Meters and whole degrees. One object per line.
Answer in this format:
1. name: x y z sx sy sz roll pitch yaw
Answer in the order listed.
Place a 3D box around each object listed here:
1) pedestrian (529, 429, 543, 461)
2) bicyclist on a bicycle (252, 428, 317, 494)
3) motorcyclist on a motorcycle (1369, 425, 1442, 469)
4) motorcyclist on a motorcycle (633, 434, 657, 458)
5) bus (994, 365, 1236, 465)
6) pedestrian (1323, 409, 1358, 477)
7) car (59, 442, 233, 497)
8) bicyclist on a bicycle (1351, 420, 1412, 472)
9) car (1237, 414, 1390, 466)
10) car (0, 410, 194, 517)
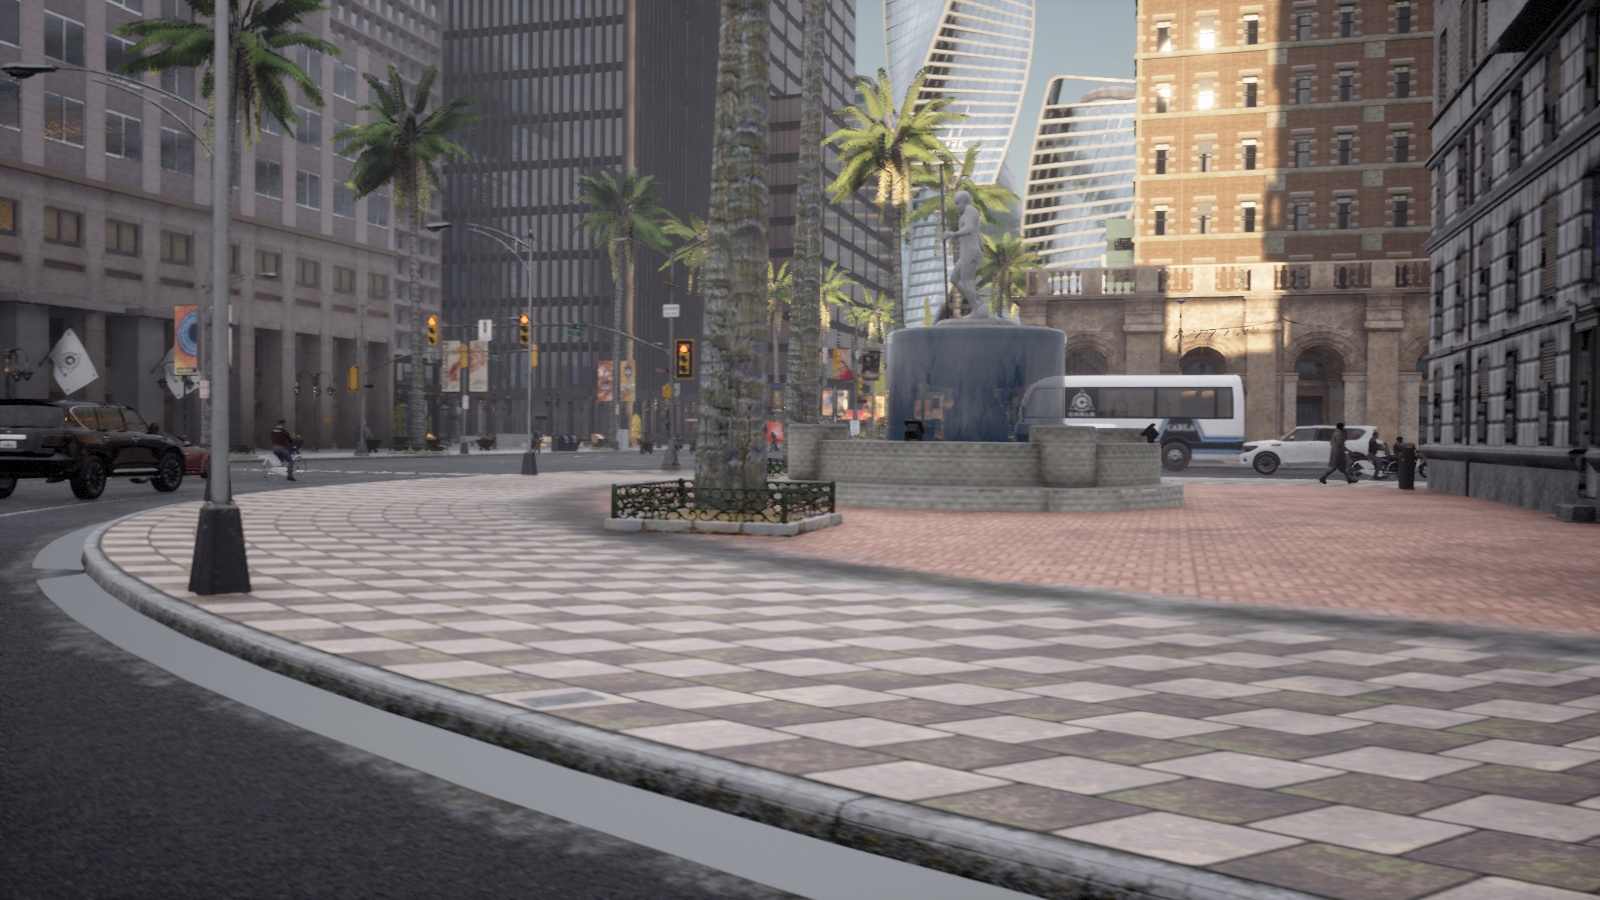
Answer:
1. pedestrian: -16.213 -0.323 77.114 0.788 1.949 0.423 0 1 35
2. bicyclist on a bicycle: -14.218 0.277 34.689 0.659 1.776 1.843 0 1 14
3. motorcyclist on a motorcycle: 22.629 -0.115 46.984 2.350 1.649 0.766 0 1 17
4. motorcyclist on a motorcycle: -10.325 -0.275 83.667 0.797 1.523 2.044 0 1 17
5. bus: 14.223 -1.497 56.815 10.273 4.253 3.944 0 1 17
6. pedestrian: 15.735 -0.216 36.539 0.873 1.952 0.659 0 1 27
7. car: -17.911 0.503 34.615 1.994 1.385 4.181 0 1 13
8. bicyclist on a bicycle: 20.359 -0.138 44.014 1.843 1.776 0.659 -1 1 17
9. car: 20.815 -0.386 51.187 5.566 2.045 2.150 0 1 17
10. car: -15.451 0.234 27.052 2.150 2.045 5.566 0 1 -1
